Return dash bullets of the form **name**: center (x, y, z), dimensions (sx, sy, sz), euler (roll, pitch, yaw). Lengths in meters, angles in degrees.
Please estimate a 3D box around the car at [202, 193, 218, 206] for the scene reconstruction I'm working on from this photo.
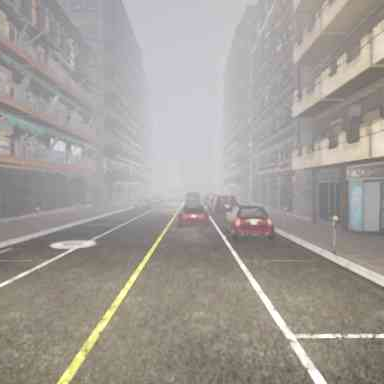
- **car**: center (2.691, 1.053, 50.276), dimensions (2.192, 1.841, 5.009), euler (-1, 0, 0)

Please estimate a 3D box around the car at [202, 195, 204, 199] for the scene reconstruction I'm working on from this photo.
- **car**: center (2.693, 1.291, 44.783), dimensions (1.752, 1.417, 4.829), euler (-1, 0, 0)

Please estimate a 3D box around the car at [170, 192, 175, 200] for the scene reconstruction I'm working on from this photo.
- **car**: center (-5.677, 1.123, 78.462), dimensions (1.752, 1.417, 4.829), euler (-1, 0, 0)

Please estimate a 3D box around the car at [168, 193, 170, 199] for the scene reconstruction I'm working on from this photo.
- **car**: center (-5.681, 1.246, 61.640), dimensions (1.947, 1.339, 4.313), euler (-1, 0, 0)

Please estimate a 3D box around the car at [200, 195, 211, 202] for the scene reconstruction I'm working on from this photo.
- **car**: center (2.700, 1.218, 67.269), dimensions (1.947, 1.339, 4.313), euler (-1, 0, 0)

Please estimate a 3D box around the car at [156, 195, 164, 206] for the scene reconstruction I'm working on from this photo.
- **car**: center (-5.686, 1.264, 50.143), dimensions (1.752, 1.417, 4.829), euler (-1, 0, 0)

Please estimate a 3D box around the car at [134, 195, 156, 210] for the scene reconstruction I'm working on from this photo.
- **car**: center (-5.689, 1.321, 38.816), dimensions (1.752, 1.417, 4.829), euler (-1, 0, 0)

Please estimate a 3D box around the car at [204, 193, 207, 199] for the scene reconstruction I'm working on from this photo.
- **car**: center (2.686, 1.139, 33.284), dimensions (2.192, 1.841, 5.009), euler (-1, 0, 0)

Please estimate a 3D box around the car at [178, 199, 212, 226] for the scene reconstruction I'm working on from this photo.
- **car**: center (0.107, 1.443, 22.475), dimensions (1.994, 1.385, 4.181), euler (0, 0, 0)

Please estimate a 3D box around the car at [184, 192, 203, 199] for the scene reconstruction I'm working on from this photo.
- **car**: center (0.115, 0.979, 46.420), dimensions (2.150, 2.045, 5.566), euler (0, 0, 0)

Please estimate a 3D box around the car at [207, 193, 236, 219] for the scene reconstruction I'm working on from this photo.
- **car**: center (2.684, 1.168, 27.621), dimensions (2.192, 1.841, 5.009), euler (-1, 0, 0)

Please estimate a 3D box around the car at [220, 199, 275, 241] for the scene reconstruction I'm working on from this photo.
- **car**: center (2.683, 1.352, 16.294), dimensions (1.967, 1.590, 4.097), euler (-1, 0, 0)

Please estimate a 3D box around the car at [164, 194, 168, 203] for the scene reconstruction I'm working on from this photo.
- **car**: center (-5.685, 1.149, 55.976), dimensions (1.967, 1.590, 4.097), euler (-1, 0, 0)

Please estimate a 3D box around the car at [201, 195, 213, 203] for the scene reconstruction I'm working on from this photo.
- **car**: center (2.699, 1.246, 61.605), dimensions (1.947, 1.339, 4.313), euler (-1, 0, 0)
